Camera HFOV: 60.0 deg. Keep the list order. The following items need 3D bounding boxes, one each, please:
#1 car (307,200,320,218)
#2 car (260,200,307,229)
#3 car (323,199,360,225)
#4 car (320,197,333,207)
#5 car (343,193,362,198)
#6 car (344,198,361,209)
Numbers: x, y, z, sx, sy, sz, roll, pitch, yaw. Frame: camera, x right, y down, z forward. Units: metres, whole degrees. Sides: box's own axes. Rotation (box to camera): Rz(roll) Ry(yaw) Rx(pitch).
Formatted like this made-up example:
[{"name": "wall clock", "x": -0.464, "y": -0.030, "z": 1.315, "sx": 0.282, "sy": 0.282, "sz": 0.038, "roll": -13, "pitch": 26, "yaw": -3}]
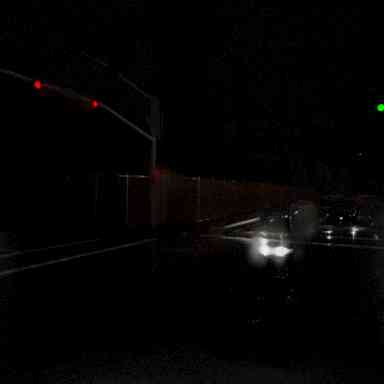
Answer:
[{"name": "car", "x": 10.125, "y": 1.492, "z": 30.147, "sx": 1.812, "sy": 1.442, "sz": 4.674, "roll": 0, "pitch": 0, "yaw": 27}, {"name": "car", "x": 5.892, "y": 1.459, "z": 21.898, "sx": 2.128, "sy": 1.511, "sz": 4.902, "roll": 0, "pitch": 0, "yaw": 27}, {"name": "car", "x": 10.825, "y": 1.471, "z": 23.848, "sx": 1.837, "sy": 1.490, "sz": 4.892, "roll": 0, "pitch": 0, "yaw": 27}, {"name": "car", "x": 20.655, "y": 1.510, "z": 50.632, "sx": 2.033, "sy": 1.411, "sz": 5.357, "roll": 0, "pitch": 0, "yaw": 28}, {"name": "car", "x": 22.452, "y": 1.185, "z": 46.517, "sx": 2.150, "sy": 2.045, "sz": 5.566, "roll": 0, "pitch": 0, "yaw": 28}, {"name": "car", "x": 15.030, "y": 1.528, "z": 32.073, "sx": 1.994, "sy": 1.385, "sz": 4.181, "roll": 0, "pitch": 0, "yaw": 27}]
